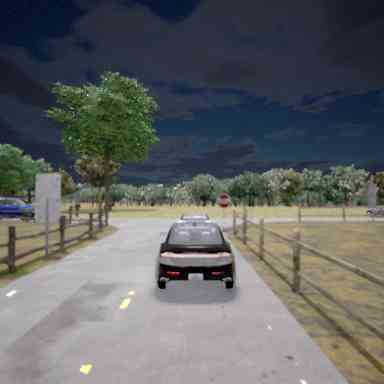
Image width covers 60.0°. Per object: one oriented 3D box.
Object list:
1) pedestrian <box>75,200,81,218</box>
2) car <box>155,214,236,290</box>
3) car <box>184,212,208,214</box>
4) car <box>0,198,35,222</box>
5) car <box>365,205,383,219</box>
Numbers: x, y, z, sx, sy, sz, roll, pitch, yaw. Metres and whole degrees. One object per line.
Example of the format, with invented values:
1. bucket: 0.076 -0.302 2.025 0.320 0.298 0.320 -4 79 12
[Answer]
1. pedestrian: -12.176 1.804 35.389 0.375 1.860 0.375 0 -2 0
2. car: 0.082 1.585 9.367 2.128 1.511 4.902 0 -1 0
3. car: 0.234 1.821 19.650 1.895 1.301 4.718 0 -1 3
4. car: -15.825 1.544 29.395 5.566 2.045 2.150 0 -2 1
5. car: 19.199 1.874 32.300 4.181 1.385 1.994 0 -2 1
